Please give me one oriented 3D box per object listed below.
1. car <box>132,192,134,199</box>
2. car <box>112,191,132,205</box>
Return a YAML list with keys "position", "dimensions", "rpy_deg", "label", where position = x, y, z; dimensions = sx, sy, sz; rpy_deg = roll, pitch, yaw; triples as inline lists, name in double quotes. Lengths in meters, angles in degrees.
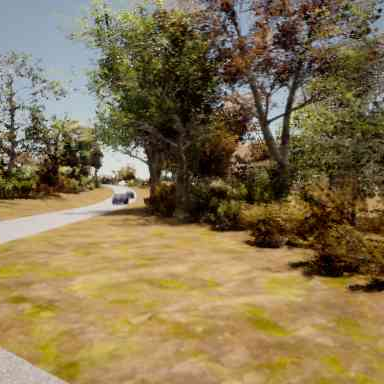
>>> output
- position: [-12.952, 0.522, 68.529]
  dimensions: [1.837, 1.490, 4.892]
  rpy_deg: [0, 3, -9]
  label: "car"
- position: [-11.137, 0.980, 51.774]
  dimensions: [2.097, 1.767, 4.553]
  rpy_deg: [-1, 2, -4]
  label: "car"
